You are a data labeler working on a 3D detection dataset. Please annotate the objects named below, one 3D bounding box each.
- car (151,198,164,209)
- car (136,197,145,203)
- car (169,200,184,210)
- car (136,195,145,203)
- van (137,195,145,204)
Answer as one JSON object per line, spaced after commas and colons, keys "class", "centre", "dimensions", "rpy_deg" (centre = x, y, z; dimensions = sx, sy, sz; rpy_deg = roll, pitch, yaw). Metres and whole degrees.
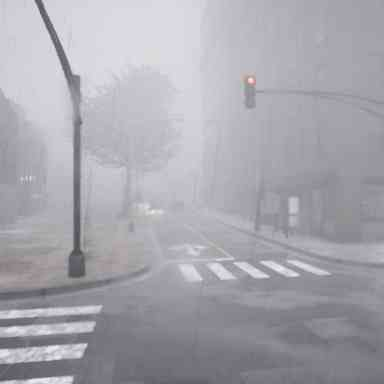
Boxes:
{"class": "car", "centre": [-5.610, 1.812, 53.018], "dimensions": [2.128, 1.511, 4.902], "rpy_deg": [0, 1, -9]}
{"class": "car", "centre": [-12.230, 1.930, 79.276], "dimensions": [2.008, 1.369, 4.403], "rpy_deg": [1, -1, -9]}
{"class": "car", "centre": [-2.255, 1.889, 49.511], "dimensions": [1.837, 1.490, 4.892], "rpy_deg": [0, 0, -8]}
{"class": "car", "centre": [-12.976, 1.726, 84.207], "dimensions": [2.192, 1.841, 5.009], "rpy_deg": [1, -1, -9]}
{"class": "van", "centre": [-11.725, 1.700, 75.996], "dimensions": [1.690, 1.788, 3.998], "rpy_deg": [1, -1, -9]}
